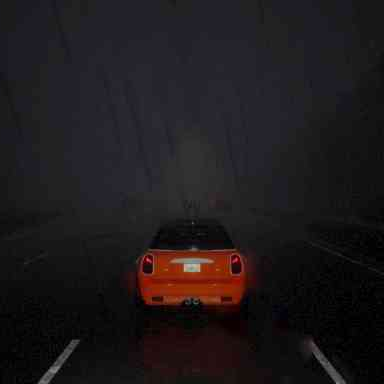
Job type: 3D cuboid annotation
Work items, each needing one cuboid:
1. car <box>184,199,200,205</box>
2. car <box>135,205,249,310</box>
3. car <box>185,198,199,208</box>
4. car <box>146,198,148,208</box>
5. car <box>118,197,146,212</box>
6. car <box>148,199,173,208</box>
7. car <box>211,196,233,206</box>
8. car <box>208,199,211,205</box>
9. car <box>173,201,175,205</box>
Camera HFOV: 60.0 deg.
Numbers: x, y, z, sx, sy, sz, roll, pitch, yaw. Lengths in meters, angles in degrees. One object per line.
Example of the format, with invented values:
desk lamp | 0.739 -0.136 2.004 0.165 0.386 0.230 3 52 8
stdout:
car | 0.009 1.601 38.239 1.895 1.301 4.718 0 0 0
car | 0.002 1.352 7.969 2.097 1.767 4.553 0 0 0
car | 0.012 1.601 48.287 1.895 1.301 4.718 0 0 0
car | -6.988 1.564 48.226 1.994 1.385 4.181 0 0 0
car | -6.991 1.352 38.148 2.097 1.767 4.553 0 0 0
car | -3.491 1.477 37.794 1.882 1.535 5.008 0 0 0
car | 3.509 1.477 37.792 1.882 1.535 5.008 0 0 0
car | 3.512 1.352 48.179 2.097 1.767 4.553 0 0 0
car | -3.488 1.601 48.258 1.895 1.301 4.718 0 0 0
